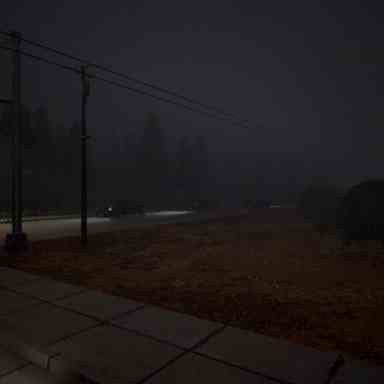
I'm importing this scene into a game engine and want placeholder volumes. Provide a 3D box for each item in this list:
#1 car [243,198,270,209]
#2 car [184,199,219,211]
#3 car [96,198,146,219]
[{"bbox_3d":[8.428,1.467,43.024,1.895,1.301,4.718,0,0,37],"label":"car"},{"bbox_3d":[1.212,1.513,39.483,1.895,1.301,4.718,0,0,37],"label":"car"},{"bbox_3d":[-6.254,1.329,29.428,2.097,1.767,4.553,0,0,37],"label":"car"}]
